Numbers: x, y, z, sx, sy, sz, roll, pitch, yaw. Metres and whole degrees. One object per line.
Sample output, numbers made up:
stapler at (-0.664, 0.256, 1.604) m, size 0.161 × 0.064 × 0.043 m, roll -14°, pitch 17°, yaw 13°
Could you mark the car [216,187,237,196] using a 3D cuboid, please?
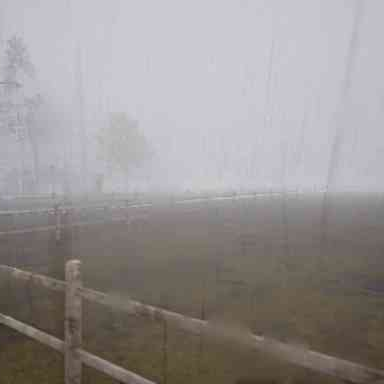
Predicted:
car at (5.833, -0.015, 55.700) m, size 2.128 × 1.511 × 4.902 m, roll -1°, pitch 1°, yaw 35°
